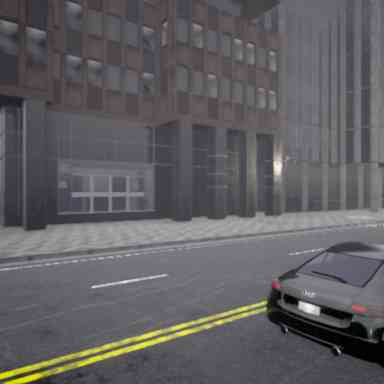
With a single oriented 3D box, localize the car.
[{"bbox_3d":[3.247,1.581,5.757,4.181,1.385,1.994,0,0,-36],"label":"car"}]
